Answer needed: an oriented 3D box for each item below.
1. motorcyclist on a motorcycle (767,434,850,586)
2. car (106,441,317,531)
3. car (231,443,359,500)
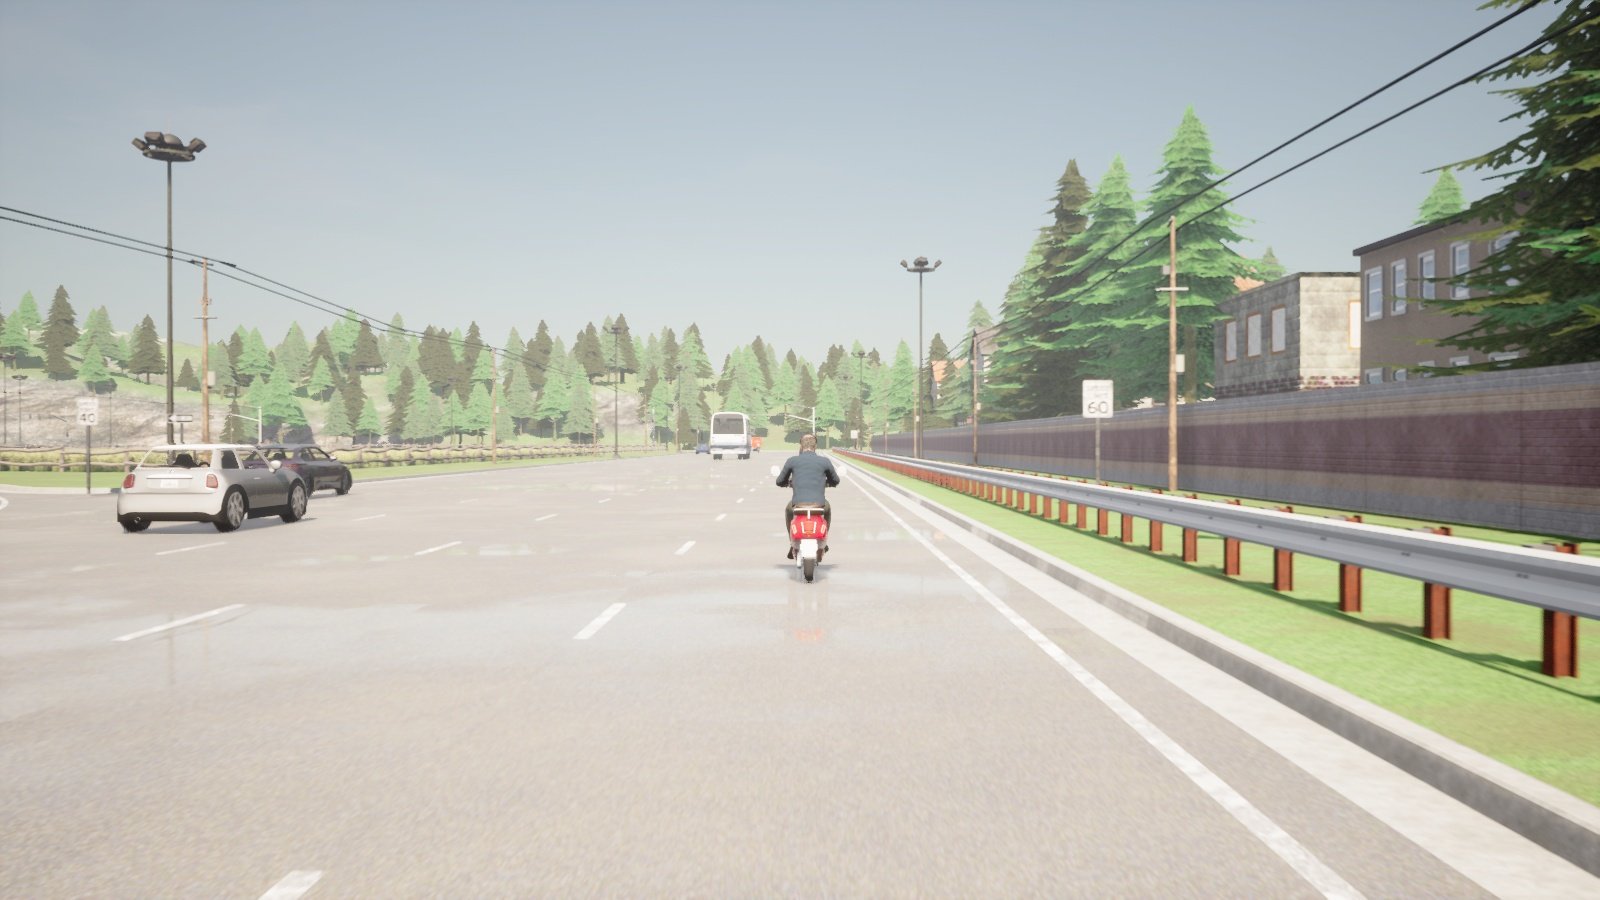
[{"bbox_3d":[0.096,0.621,14.016,0.866,1.590,1.817,0,0,0],"label":"motorcyclist on a motorcycle"},{"bbox_3d":[-10.357,0.575,22.433,1.970,1.475,3.806,0,0,0],"label":"car"},{"bbox_3d":[-13.788,0.554,34.532,1.816,1.474,4.193,0,0,0],"label":"car"}]
